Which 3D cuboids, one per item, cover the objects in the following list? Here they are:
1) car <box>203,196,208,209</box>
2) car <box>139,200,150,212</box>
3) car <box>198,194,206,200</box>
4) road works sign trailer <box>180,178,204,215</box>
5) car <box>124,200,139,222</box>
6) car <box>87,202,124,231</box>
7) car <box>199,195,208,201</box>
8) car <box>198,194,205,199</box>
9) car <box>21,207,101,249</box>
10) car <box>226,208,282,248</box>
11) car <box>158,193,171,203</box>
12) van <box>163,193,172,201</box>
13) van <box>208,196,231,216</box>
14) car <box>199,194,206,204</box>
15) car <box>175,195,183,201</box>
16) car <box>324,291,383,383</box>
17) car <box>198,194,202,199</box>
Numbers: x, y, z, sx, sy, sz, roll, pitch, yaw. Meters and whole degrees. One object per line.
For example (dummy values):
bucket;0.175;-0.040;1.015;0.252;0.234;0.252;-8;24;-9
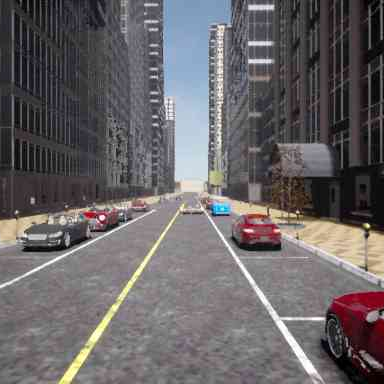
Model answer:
car;2.690;1.530;42.852;1.802;1.307;4.206;0;0;0
car;-5.691;1.539;37.162;1.802;1.307;4.206;0;0;0
car;2.692;1.289;88.391;1.967;1.590;4.097;0;0;0
road works sign trailer;0.000;0.427;33.485;2.380;3.560;2.880;0;0;0
car;-5.691;1.525;25.778;2.008;1.369;4.403;0;0;0
car;-5.691;1.424;20.086;1.967;1.590;4.097;0;0;0
car;2.691;1.434;77.007;2.008;1.369;4.403;0;0;0
car;2.691;1.271;94.083;1.967;1.590;4.097;0;0;0
car;-5.691;1.542;14.393;2.008;1.369;4.403;0;0;0
car;2.690;1.573;14.391;1.802;1.307;4.206;0;0;0
car;-5.690;1.461;65.625;2.008;1.369;4.403;0;0;0
van;-5.689;1.224;77.010;1.690;1.788;3.998;0;0;0
van;2.690;1.307;31.467;1.690;1.788;3.998;0;0;0
car;2.691;1.503;59.929;1.802;1.307;4.206;0;0;0
car;-3.000;1.374;76.635;2.128;1.511;4.902;0;0;0
car;2.689;1.581;3.003;1.802;1.307;4.206;0;0;0
car;2.691;1.449;71.314;2.008;1.369;4.403;0;0;0
